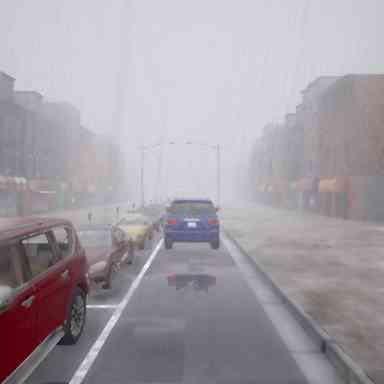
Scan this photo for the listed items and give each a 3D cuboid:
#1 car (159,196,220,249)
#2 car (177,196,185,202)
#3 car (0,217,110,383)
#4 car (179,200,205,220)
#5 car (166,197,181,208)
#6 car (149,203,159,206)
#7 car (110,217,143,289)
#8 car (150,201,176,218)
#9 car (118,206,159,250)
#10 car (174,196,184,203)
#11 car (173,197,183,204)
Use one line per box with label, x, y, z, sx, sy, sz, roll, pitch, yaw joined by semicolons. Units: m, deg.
car;0.000;1.258;14.681;2.150;2.045;5.566;0;0;0
car;-2.639;1.576;79.906;1.947;1.339;4.313;0;0;0
car;-2.640;1.314;3.576;2.192;1.841;5.009;0;0;0
car;0.000;1.498;29.651;2.128;1.511;4.902;0;0;0
car;-2.750;1.484;50.188;1.882;1.535;5.008;0;0;0
car;-2.640;1.566;19.932;1.947;1.339;4.313;0;0;0
car;-2.639;1.581;9.028;1.802;1.307;4.206;0;0;0
car;-2.640;1.553;30.837;2.008;1.369;4.403;0;0;0
car;-2.640;1.525;14.311;1.752;1.417;4.829;0;0;0
car;-2.639;1.574;69.002;1.947;1.339;4.313;0;0;0
car;-2.639;1.590;63.549;1.802;1.307;4.206;0;0;0
